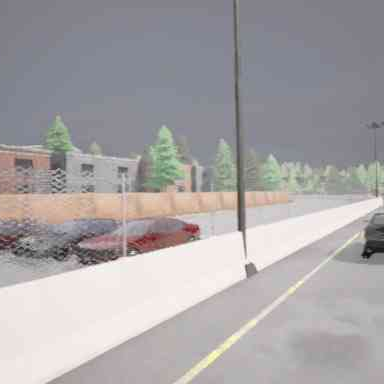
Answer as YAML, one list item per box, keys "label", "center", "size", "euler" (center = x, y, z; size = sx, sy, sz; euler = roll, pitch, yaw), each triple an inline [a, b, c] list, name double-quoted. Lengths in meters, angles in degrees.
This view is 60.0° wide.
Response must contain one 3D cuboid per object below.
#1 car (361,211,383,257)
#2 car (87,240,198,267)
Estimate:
- label: "car"
  center: [7.324, 1.438, 11.989]
  size: [1.837, 1.490, 4.892]
  euler: [-2, 0, 33]
- label: "car"
  center: [-1.610, 1.614, 11.508]
  size: [1.882, 1.535, 5.008]
  euler: [-2, -1, 33]
